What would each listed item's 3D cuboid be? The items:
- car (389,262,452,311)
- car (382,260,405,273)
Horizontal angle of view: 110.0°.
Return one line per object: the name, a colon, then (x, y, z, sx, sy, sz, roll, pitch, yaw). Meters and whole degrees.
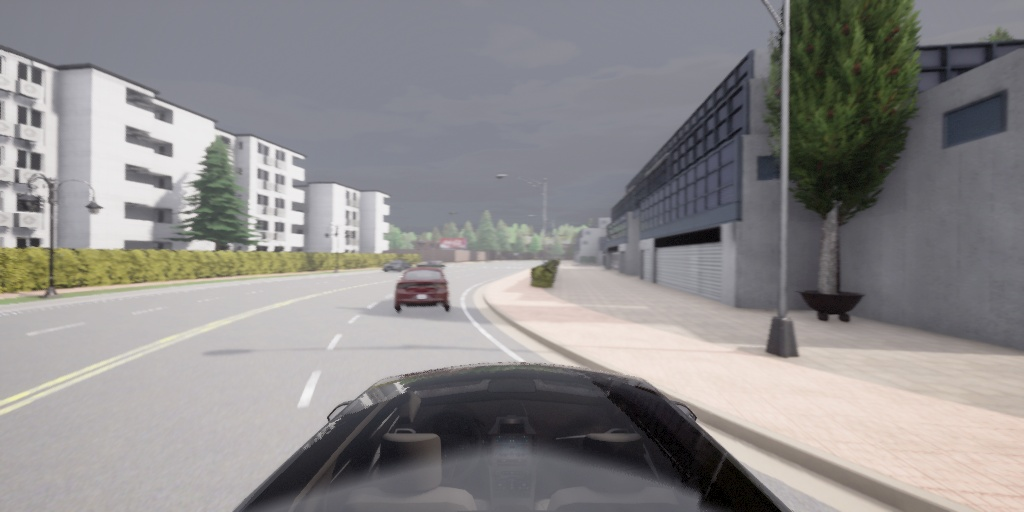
car: (-3.409, 1.171, 14.122, 1.882, 1.535, 5.008, 0, 0, -11)
car: (-12.571, 1.117, 39.682, 1.994, 1.385, 4.181, 1, 0, 9)
